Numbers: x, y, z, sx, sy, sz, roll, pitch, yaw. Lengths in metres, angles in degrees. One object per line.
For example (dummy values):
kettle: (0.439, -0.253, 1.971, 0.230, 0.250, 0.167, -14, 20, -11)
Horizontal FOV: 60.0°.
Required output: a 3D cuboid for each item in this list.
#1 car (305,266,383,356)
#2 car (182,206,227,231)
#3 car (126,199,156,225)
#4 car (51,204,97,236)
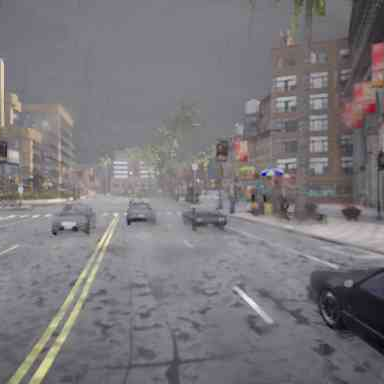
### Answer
car: (3.250, 1.506, 3.805, 2.033, 1.411, 5.357, 0, 0, -5)
car: (0.591, 1.504, 19.995, 1.895, 1.301, 4.718, 0, 0, -10)
car: (-3.628, 1.479, 23.556, 1.994, 1.385, 4.181, 0, 0, -10)
car: (-6.379, 1.451, 18.430, 2.128, 1.511, 4.902, 0, 0, -10)
